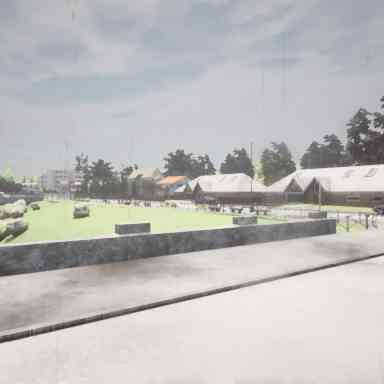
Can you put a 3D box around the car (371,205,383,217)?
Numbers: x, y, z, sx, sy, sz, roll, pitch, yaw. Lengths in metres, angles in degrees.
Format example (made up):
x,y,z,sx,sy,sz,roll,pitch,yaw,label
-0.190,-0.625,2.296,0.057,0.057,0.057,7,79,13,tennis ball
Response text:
x,y,z,sx,sy,sz,roll,pitch,yaw,label
18.420,1.491,29.093,2.128,1.511,4.902,0,0,-37,car

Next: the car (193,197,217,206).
x,y,z,sx,sy,sz,roll,pitch,yaw,label
1.978,1.505,52.141,1.837,1.490,4.892,0,0,-35,car
